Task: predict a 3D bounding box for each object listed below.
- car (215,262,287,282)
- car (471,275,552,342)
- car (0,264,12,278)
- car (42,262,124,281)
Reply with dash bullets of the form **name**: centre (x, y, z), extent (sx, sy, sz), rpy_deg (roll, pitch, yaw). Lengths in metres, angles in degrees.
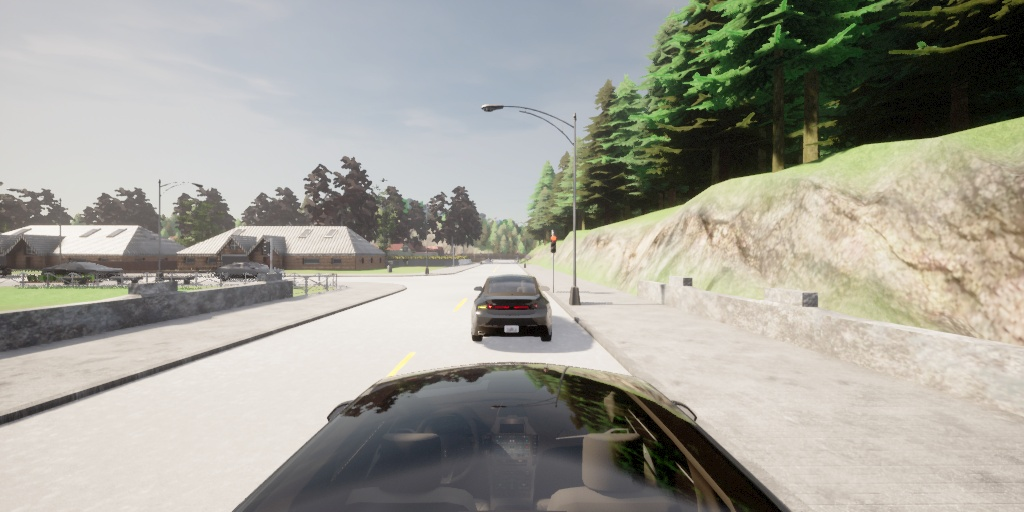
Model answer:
- **car**: centre (-20.414, 1.241, 28.151), extent (4.902, 1.511, 2.128), rpy_deg (0, 0, 0)
- **car**: centre (-0.009, 1.255, 9.801), extent (1.837, 1.490, 4.892), rpy_deg (0, 0, 0)
- **car**: centre (-48.132, 1.228, 32.056), extent (5.008, 1.535, 1.882), rpy_deg (0, 0, 0)
- **car**: centre (-33.443, 1.227, 28.041), extent (5.008, 1.535, 1.882), rpy_deg (0, 0, 0)
